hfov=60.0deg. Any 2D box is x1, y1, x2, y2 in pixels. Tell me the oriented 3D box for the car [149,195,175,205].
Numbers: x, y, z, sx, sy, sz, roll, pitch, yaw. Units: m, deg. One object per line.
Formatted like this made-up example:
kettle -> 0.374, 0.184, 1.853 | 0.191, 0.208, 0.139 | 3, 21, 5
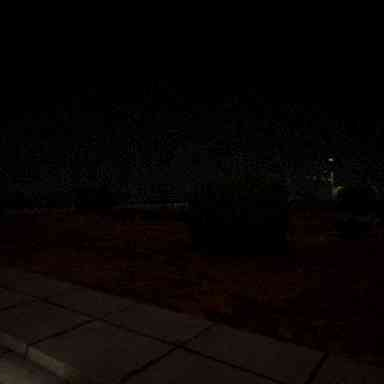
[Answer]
car -> -4.673, 1.182, 52.451 | 2.097, 1.767, 4.553 | 0, 0, 38
